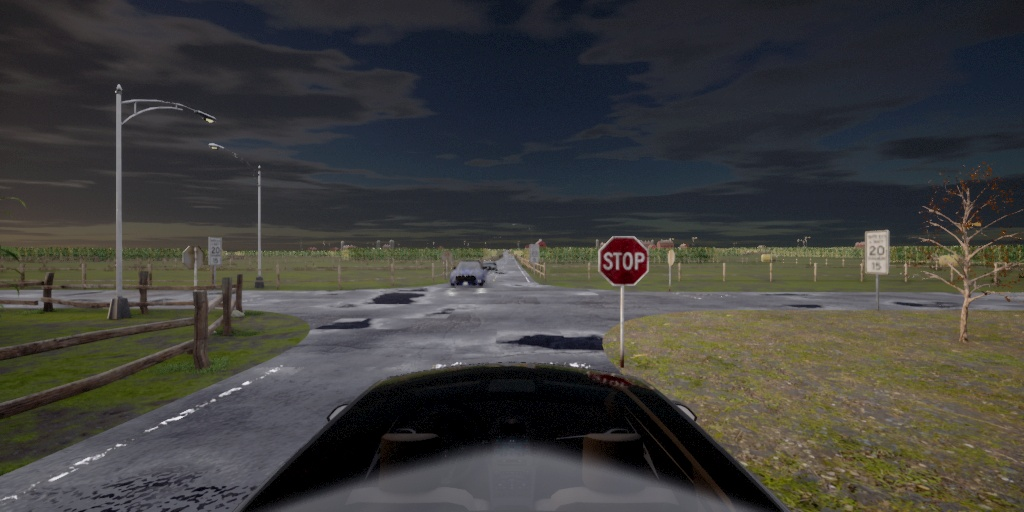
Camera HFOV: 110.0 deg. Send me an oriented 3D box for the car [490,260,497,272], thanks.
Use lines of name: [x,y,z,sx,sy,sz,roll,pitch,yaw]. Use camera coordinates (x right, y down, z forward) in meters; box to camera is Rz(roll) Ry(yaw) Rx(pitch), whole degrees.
car: [-2.887,1.250,45.352,1.994,1.385,4.181,0,0,0]

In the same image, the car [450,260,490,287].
car: [-2.819,1.080,23.990,2.097,1.767,4.553,0,0,0]
